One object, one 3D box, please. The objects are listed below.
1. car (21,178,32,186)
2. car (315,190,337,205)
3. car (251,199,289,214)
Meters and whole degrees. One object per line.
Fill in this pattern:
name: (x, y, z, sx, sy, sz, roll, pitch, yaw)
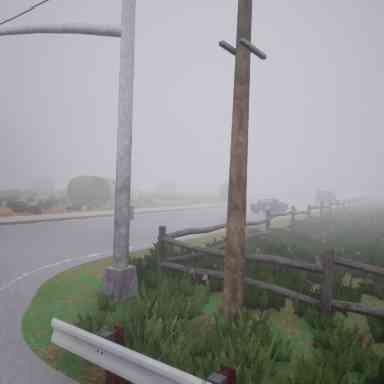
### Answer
car: (-39.116, -2.288, 79.214, 1.905, 1.878, 3.866, 8, 2, -13)
car: (19.100, 0.810, 47.271, 2.150, 2.045, 5.566, 3, 2, 33)
car: (6.792, 1.225, 28.462, 1.895, 1.301, 4.718, 3, 2, 33)
